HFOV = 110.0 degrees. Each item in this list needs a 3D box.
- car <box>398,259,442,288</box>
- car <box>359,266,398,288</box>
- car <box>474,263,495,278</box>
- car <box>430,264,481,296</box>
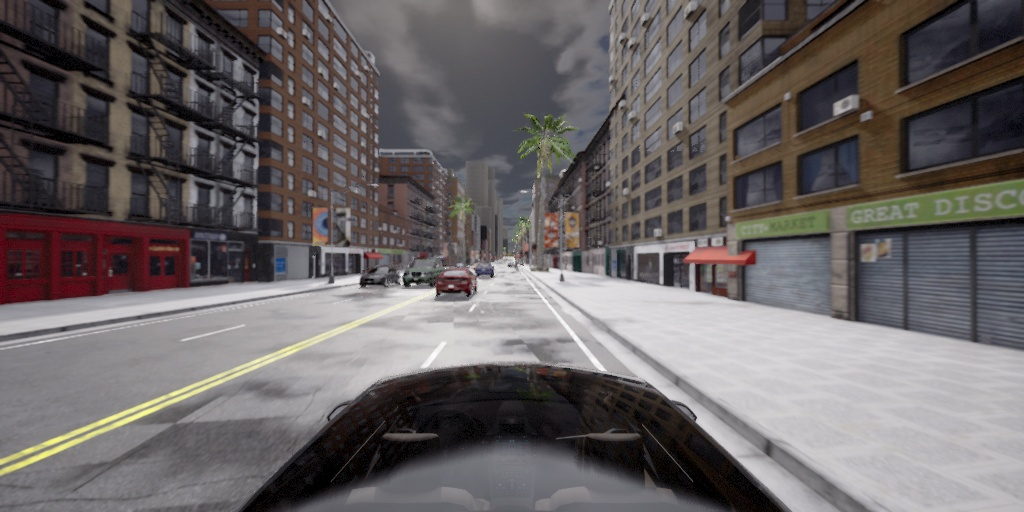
[{"bbox_3d":[-6.604,1.269,27.417,2.150,2.045,5.566,0,-1,0],"label":"car"},{"bbox_3d":[-9.853,1.550,27.150,1.837,1.490,4.892,0,-1,0],"label":"car"},{"bbox_3d":[-3.156,1.570,42.089,2.097,1.767,4.553,0,-1,0],"label":"car"},{"bbox_3d":[-3.154,1.454,21.041,1.882,1.535,5.008,0,0,0],"label":"car"}]
